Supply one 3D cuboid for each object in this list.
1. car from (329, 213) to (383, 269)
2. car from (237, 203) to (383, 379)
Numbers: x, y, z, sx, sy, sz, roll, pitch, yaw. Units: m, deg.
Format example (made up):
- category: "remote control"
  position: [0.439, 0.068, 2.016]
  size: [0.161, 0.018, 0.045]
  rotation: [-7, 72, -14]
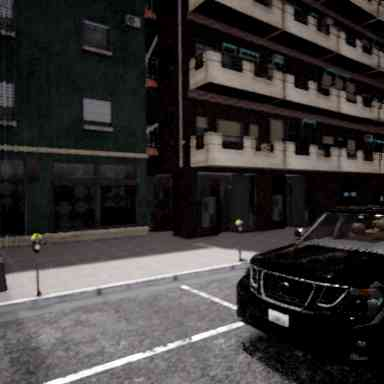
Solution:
- category: "car"
  position: [7.038, 1.544, 11.774]
  size: [4.829, 1.417, 1.752]
  rotation: [0, -1, -36]
- category: "car"
  position: [3.306, 1.234, 5.777]
  size: [5.566, 2.045, 2.150]
  rotation: [0, 0, -36]
